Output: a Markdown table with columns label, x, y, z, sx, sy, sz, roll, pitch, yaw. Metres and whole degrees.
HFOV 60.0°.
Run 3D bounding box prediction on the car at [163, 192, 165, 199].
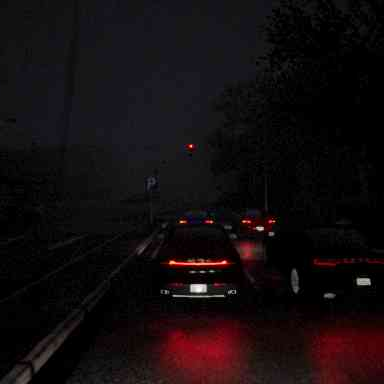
| label | x | y | z | sx | sy | sz | roll | pitch | yaw |
| --- | --- | --- | --- | --- | --- | --- | --- | --- | --- |
| car | -9.310 | 1.357 | 77.666 | 4.674 | 1.452 | 2.002 | -1 | 0 | -13 |

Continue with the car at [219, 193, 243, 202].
| label | x | y | z | sx | sy | sz | roll | pitch | yaw |
| --- | --- | --- | --- | --- | --- | --- | --- | --- | --- |
| car | 7.956 | 1.139 | 68.206 | 4.553 | 1.767 | 2.185 | 1 | 0 | -13 |

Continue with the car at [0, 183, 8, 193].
| label | x | y | z | sx | sy | sz | roll | pitch | yaw |
| --- | --- | --- | --- | --- | --- | --- | --- | --- | --- |
| car | -30.934 | -0.427 | 53.738 | 2.435 | 2.045 | 5.566 | 6 | -3 | -19 |

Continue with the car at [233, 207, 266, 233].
| label | x | y | z | sx | sy | sz | roll | pitch | yaw |
| --- | --- | --- | --- | --- | --- | --- | --- | --- | --- |
| car | 3.235 | 1.550 | 17.884 | 1.812 | 1.442 | 4.674 | 0 | 0 | 1 |

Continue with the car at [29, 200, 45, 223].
| label | x | y | z | sx | sy | sz | roll | pitch | yaw |
| --- | --- | --- | --- | --- | --- | --- | --- | --- | --- |
| car | -13.525 | 1.403 | 24.927 | 4.553 | 1.767 | 2.185 | -1 | 0 | -19 |

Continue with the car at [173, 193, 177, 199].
| label | x | y | z | sx | sy | sz | roll | pitch | yaw |
| --- | --- | --- | --- | --- | --- | --- | --- | --- | --- |
| car | -7.621 | 1.062 | 89.649 | 5.566 | 2.045 | 2.435 | -1 | 0 | -12 |

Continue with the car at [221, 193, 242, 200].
| label | x | y | z | sx | sy | sz | roll | pitch | yaw |
| --- | --- | --- | --- | --- | --- | --- | --- | --- | --- |
| car | 9.810 | 1.126 | 82.897 | 4.553 | 1.767 | 2.185 | 1 | 0 | -12 |

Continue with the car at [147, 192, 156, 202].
| label | x | y | z | sx | sy | sz | roll | pitch | yaw |
| --- | --- | --- | --- | --- | --- | --- | --- | --- | --- |
| car | -10.522 | 1.313 | 65.713 | 5.366 | 1.575 | 1.946 | -1 | 0 | -14 |

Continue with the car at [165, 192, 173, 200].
| label | x | y | z | sx | sy | sz | roll | pitch | yaw |
| --- | --- | --- | --- | --- | --- | --- | --- | --- | --- |
| car | -8.085 | 1.355 | 86.645 | 4.674 | 1.452 | 2.002 | -1 | 0 | -12 |

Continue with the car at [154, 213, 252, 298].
| label | x | y | z | sx | sy | sz | roll | pitch | yaw |
| --- | --- | --- | --- | --- | --- | --- | --- | --- | --- |
| car | 0.139 | 1.515 | 8.506 | 1.837 | 1.490 | 4.892 | 0 | 0 | 0 |

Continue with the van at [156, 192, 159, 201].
| label | x | y | z | sx | sy | sz | roll | pitch | yaw |
| --- | --- | --- | --- | --- | --- | --- | --- | --- | --- |
| van | -9.937 | 1.091 | 71.703 | 4.442 | 1.987 | 1.878 | -1 | 0 | -14 |

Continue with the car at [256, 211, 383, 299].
| label | x | y | z | sx | sy | sz | roll | pitch | yaw |
| --- | --- | --- | --- | --- | --- | --- | --- | --- | --- |
| car | 3.140 | 1.488 | 8.544 | 1.882 | 1.535 | 5.008 | 0 | 0 | 0 |

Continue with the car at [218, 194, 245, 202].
| label | x | y | z | sx | sy | sz | roll | pitch | yaw |
| --- | --- | --- | --- | --- | --- | --- | --- | --- | --- |
| car | 8.505 | 1.262 | 71.197 | 5.366 | 1.575 | 1.946 | 1 | 0 | -13 |

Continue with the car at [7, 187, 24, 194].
| label | x | y | z | sx | sy | sz | roll | pitch | yaw |
| --- | --- | --- | --- | --- | --- | --- | --- | --- | --- |
| car | -27.939 | 0.135 | 53.664 | 2.002 | 1.452 | 4.674 | 6 | -3 | -19 |

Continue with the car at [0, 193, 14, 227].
| label | x | y | z | sx | sy | sz | roll | pitch | yaw |
| --- | --- | --- | --- | --- | --- | --- | --- | --- | --- |
| car | -13.642 | 1.267 | 18.914 | 5.566 | 2.045 | 2.435 | -1 | 0 | -19 |

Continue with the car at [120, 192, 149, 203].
| label | x | y | z | sx | sy | sz | roll | pitch | yaw |
| --- | --- | --- | --- | --- | --- | --- | --- | --- | --- |
| car | -11.179 | 1.356 | 62.724 | 4.792 | 1.488 | 2.163 | -1 | 0 | -15 |

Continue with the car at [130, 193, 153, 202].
| label | x | y | z | sx | sy | sz | roll | pitch | yaw |
| --- | --- | --- | --- | --- | --- | --- | --- | --- | --- |
| car | -10.416 | 1.194 | 68.665 | 4.553 | 1.767 | 2.185 | -1 | 0 | -14 |

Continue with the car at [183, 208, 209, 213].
| label | x | y | z | sx | sy | sz | roll | pitch | yaw |
| --- | --- | --- | --- | --- | --- | --- | --- | --- | --- |
| car | 0.216 | 1.550 | 17.630 | 1.812 | 1.442 | 4.674 | 0 | 0 | 1 |

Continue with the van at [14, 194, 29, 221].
| label | x | y | z | sx | sy | sz | roll | pitch | yaw |
| --- | --- | --- | --- | --- | --- | --- | --- | --- | --- |
| van | -13.513 | 1.296 | 21.950 | 4.442 | 1.987 | 1.878 | -1 | 0 | -19 |

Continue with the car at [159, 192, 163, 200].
| label | x | y | z | sx | sy | sz | roll | pitch | yaw |
| --- | --- | --- | --- | --- | --- | --- | --- | --- | --- |
| car | -9.696 | 1.319 | 74.673 | 4.892 | 1.521 | 2.231 | -1 | 0 | -13 |

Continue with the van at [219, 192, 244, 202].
| label | x | y | z | sx | sy | sz | roll | pitch | yaw |
| --- | --- | --- | --- | --- | --- | --- | --- | --- | --- |
| van | 7.559 | 1.041 | 65.238 | 4.442 | 1.987 | 1.878 | 1 | 0 | -14 |
